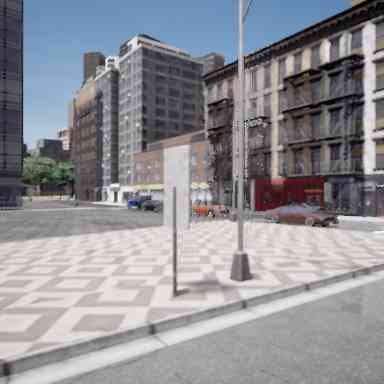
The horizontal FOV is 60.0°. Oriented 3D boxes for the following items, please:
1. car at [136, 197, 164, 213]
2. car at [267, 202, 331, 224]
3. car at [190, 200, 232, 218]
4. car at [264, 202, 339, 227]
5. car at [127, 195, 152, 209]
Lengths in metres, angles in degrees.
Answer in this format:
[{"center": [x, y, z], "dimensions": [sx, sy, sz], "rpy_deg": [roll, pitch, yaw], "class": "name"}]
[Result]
[{"center": [-4.294, 1.723, 39.749], "dimensions": [2.128, 1.511, 4.902], "rpy_deg": [0, 0, -36], "class": "car"}, {"center": [8.658, 1.627, 27.287], "dimensions": [1.837, 1.490, 4.892], "rpy_deg": [0, -1, -35], "class": "car"}, {"center": [1.693, 1.519, 31.555], "dimensions": [2.097, 1.767, 4.553], "rpy_deg": [0, 0, -36], "class": "car"}, {"center": [7.526, 1.644, 23.622], "dimensions": [2.033, 1.411, 5.357], "rpy_deg": [0, -1, -33], "class": "car"}, {"center": [-7.751, 1.522, 49.790], "dimensions": [2.150, 2.045, 5.566], "rpy_deg": [0, 0, -36], "class": "car"}]
